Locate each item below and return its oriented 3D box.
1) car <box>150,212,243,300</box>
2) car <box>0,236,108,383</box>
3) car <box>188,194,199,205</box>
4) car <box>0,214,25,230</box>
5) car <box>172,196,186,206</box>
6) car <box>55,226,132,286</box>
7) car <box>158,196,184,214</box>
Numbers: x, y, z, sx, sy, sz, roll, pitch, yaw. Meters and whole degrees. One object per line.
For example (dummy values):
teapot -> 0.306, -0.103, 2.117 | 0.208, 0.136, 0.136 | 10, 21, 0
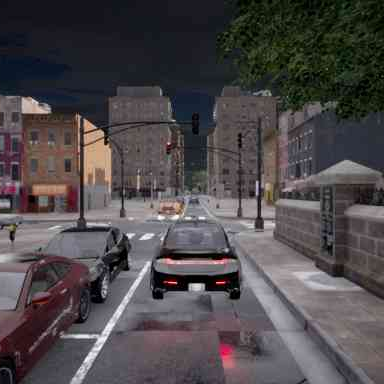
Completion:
car -> 0.093, 1.491, 8.386 | 2.128, 1.511, 4.902 | 0, 0, 0
car -> -2.632, 1.582, 4.545 | 1.802, 1.307, 4.206 | 0, 0, 0
car -> 0.343, 1.509, 60.418 | 1.812, 1.442, 4.674 | 0, 0, 0
car -> -13.315, 1.728, 21.118 | 4.718, 1.301, 1.895 | -1, 0, 0
car -> -2.240, 1.475, 57.502 | 2.128, 1.511, 4.902 | 0, 0, 0
car -> -2.629, 1.565, 8.207 | 1.947, 1.339, 4.313 | 0, 0, 0
car -> -2.286, 1.343, 34.782 | 2.097, 1.767, 4.553 | 0, 0, 1
